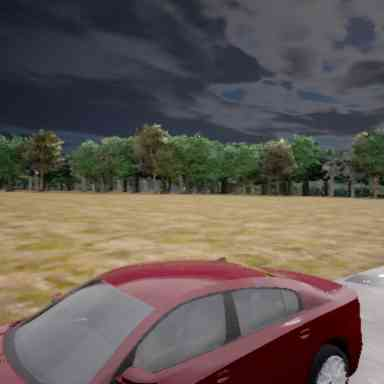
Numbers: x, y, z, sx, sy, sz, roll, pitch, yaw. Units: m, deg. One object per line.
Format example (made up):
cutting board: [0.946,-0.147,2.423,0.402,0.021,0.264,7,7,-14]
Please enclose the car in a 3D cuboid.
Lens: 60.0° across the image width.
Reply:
car: [-0.334,1.481,3.192,5.008,1.535,1.882,0,0,-36]
